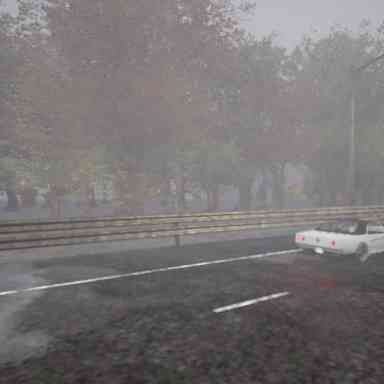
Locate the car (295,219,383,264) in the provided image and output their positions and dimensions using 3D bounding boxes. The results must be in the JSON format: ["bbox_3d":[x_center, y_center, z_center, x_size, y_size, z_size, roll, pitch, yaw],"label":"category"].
[{"bbox_3d":[6.017,1.616,11.946,4.718,1.301,1.895,0,0,-32],"label":"car"}]
